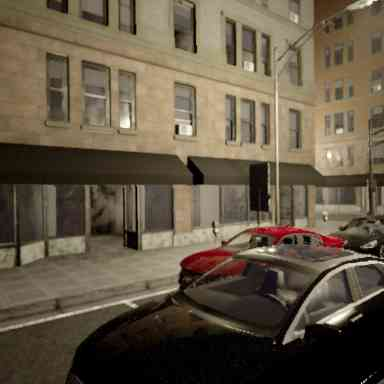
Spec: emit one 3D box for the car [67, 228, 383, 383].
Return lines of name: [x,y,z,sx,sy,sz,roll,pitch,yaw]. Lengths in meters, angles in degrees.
car: [1.085,1.468,3.918,4.902,1.511,2.128,-1,0,-38]

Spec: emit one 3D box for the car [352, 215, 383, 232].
car: [6.114,1.462,11.038,4.313,1.339,1.947,-1,0,-38]

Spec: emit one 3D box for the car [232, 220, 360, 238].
car: [1.756,1.499,7.665,4.507,1.381,1.887,-1,0,-38]
